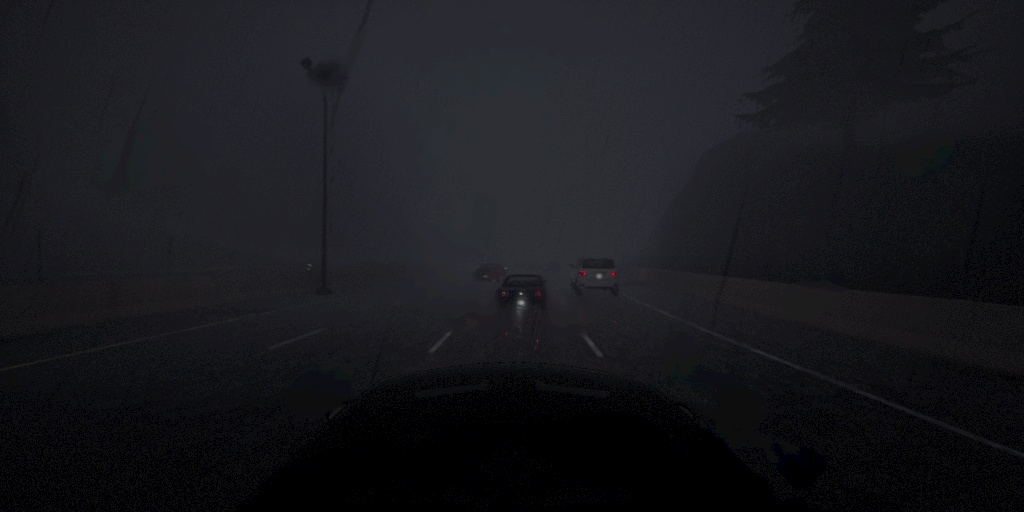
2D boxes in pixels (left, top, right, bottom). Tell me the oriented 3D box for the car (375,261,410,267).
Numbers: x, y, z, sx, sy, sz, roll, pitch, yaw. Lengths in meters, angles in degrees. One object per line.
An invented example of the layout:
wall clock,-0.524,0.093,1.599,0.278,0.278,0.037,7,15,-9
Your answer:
car,-13.520,1.307,41.983,1.837,1.490,4.892,0,0,12

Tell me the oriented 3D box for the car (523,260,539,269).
car,3.450,1.574,53.121,1.895,1.301,4.718,0,0,16

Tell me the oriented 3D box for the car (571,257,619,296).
car,4.597,1.076,20.359,2.150,2.045,5.566,0,0,6

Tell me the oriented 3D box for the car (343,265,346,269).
car,-19.783,1.334,46.156,1.994,1.385,4.181,0,0,12

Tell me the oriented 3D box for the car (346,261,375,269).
car,-16.922,1.328,42.918,2.033,1.411,5.357,0,0,12

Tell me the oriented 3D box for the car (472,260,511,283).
car,-1.525,1.319,28.484,1.882,1.535,5.008,0,0,8

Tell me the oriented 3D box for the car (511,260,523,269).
car,1.958,1.464,59.466,1.882,1.535,5.008,0,0,17

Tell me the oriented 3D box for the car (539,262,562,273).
car,5.392,1.512,46.919,2.033,1.411,5.357,0,0,15

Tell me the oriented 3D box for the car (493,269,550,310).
car,0.557,1.406,14.995,1.895,1.301,4.718,0,0,5

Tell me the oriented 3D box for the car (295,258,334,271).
car,-23.893,1.082,43.566,2.097,1.767,4.553,0,0,12
